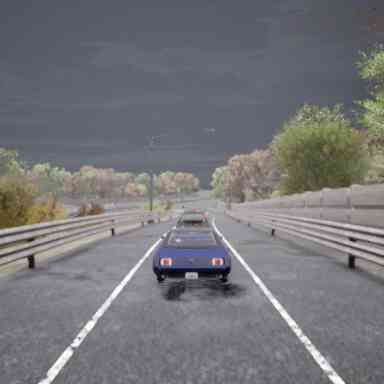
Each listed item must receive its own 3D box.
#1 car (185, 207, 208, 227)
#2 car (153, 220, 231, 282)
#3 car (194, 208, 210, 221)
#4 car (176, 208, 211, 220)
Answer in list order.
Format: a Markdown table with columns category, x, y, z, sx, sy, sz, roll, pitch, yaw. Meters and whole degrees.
| category | x | y | z | sx | sy | sz | roll | pitch | yaw |
| --- | --- | --- | --- | --- | --- | --- | --- | --- | --- |
| car | 0.532 | 2.387 | 32.299 | 2.097 | 1.767 | 4.553 | 0 | -3 | 2 |
| car | -0.002 | 1.727 | 10.046 | 1.895 | 1.301 | 4.718 | 0 | -1 | 0 |
| car | 1.474 | 3.248 | 48.820 | 2.097 | 1.767 | 4.553 | 0 | -3 | 5 |
| car | 0.086 | 1.941 | 20.017 | 1.837 | 1.490 | 4.892 | 0 | -2 | 1 |
